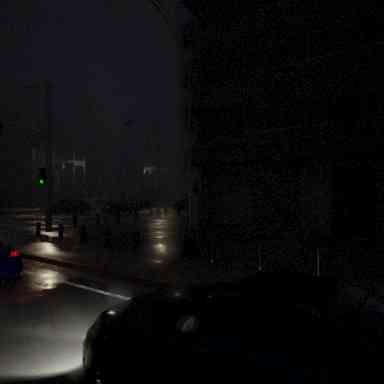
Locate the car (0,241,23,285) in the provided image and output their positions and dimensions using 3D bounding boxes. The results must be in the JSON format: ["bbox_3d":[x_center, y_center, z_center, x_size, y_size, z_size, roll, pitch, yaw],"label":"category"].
[{"bbox_3d":[-6.084,1.564,8.315,4.181,1.385,1.994,0,0,36],"label":"car"}]

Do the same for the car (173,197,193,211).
[{"bbox_3d":[-0.044,1.421,38.114,1.882,1.535,5.008,0,0,36],"label":"car"}]

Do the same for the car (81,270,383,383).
[{"bbox_3d":[0.767,1.564,3.445,4.181,1.385,1.994,0,0,36],"label":"car"}]

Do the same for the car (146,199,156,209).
[{"bbox_3d":[-6.808,1.491,41.050,2.033,1.411,5.357,0,0,36],"label":"car"}]

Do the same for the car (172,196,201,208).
[{"bbox_3d":[-0.751,1.448,49.406,1.837,1.490,4.892,0,0,36],"label":"car"}]

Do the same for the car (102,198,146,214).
[{"bbox_3d":[-7.168,1.508,34.235,1.994,1.385,4.181,0,0,36],"label":"car"}]

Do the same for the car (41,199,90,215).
[{"bbox_3d":[-12.539,1.448,33.120,1.837,1.490,4.892,0,0,36],"label":"car"}]
